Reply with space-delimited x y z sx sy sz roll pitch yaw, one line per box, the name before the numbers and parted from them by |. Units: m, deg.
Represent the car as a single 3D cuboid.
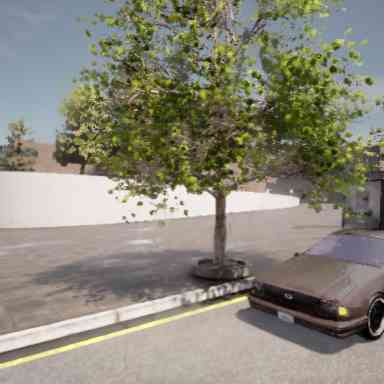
car | 3.543 1.469 6.613 5.357 1.411 2.033 -1 0 -37
